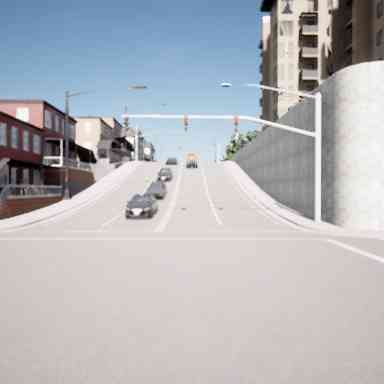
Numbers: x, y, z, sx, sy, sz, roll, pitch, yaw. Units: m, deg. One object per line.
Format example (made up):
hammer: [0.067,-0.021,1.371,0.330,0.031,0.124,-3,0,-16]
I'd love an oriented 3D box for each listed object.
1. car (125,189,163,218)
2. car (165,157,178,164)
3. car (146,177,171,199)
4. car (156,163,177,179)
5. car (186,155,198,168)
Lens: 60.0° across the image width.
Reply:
car: [-3.592,0.913,24.149,2.128,1.511,4.902,0,5,0]
car: [-3.518,-5.438,58.215,1.994,1.385,4.181,0,11,1]
car: [-3.589,-0.254,33.878,2.033,1.411,5.357,0,9,0]
car: [-3.570,-2.416,44.217,2.128,1.511,4.902,0,13,0]
car: [-0.006,-4.811,55.360,1.895,1.301,4.718,0,12,0]
